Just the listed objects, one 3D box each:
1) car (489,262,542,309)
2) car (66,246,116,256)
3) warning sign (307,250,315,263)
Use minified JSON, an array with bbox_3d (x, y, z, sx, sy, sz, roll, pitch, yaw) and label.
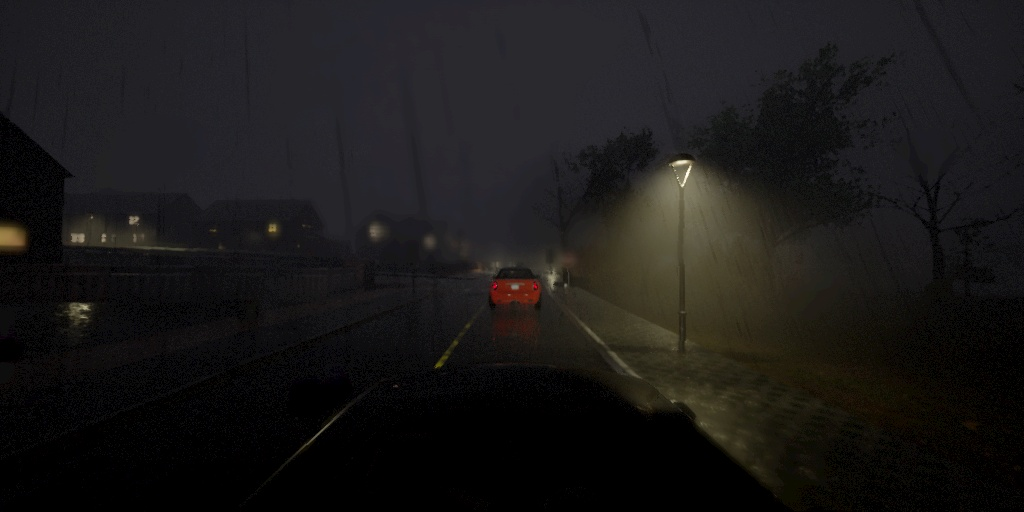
[{"bbox_3d":[0.177,1.248,15.881,2.097,1.767,4.553,0,-1,2],"label":"car"},{"bbox_3d":[-38.754,-0.173,32.185,5.357,1.411,2.033,3,-1,2],"label":"car"},{"bbox_3d":[-19.182,0.359,34.099,1.060,1.860,1.300,0,0,2],"label":"warning sign"}]
